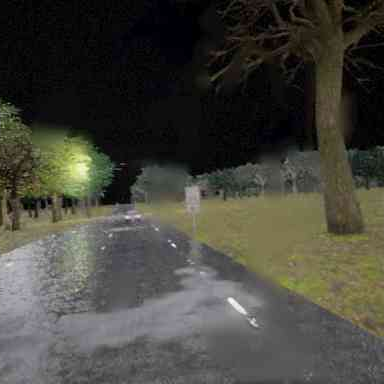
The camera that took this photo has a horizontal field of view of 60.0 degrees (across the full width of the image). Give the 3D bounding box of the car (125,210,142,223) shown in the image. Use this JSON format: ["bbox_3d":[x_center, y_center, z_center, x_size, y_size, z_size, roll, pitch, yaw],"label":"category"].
[{"bbox_3d":[-6.967,2.935,39.398,1.895,1.301,4.718,-3,-2,-9],"label":"car"}]

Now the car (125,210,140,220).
[{"bbox_3d":[-8.841,3.398,49.402,1.895,1.301,4.718,-3,-2,-10],"label":"car"}]
